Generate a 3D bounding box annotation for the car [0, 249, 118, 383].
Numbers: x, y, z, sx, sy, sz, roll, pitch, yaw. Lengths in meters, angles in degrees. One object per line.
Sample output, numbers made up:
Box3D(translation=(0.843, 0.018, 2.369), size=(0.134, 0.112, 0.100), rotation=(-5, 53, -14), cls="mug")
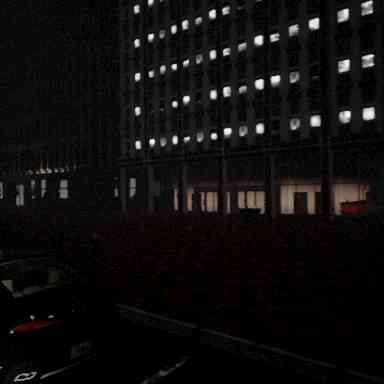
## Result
Box3D(translation=(-3.025, 1.551, 5.048), size=(4.403, 1.369, 2.008), rotation=(0, -1, 36), cls="car")
